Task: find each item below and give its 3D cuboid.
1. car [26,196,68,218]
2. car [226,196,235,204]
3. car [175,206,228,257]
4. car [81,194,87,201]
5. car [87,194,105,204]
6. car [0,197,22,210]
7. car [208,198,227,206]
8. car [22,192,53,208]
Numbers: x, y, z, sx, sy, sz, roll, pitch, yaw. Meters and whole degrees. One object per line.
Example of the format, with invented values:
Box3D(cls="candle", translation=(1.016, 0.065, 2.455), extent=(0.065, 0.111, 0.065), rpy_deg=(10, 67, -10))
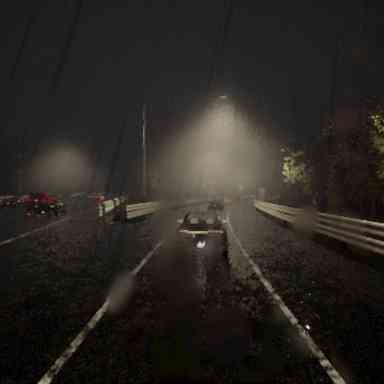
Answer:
Box3D(cls="car", translation=(-11.746, 1.325, 27.815), extent=(2.128, 1.511, 4.902), rpy_deg=(0, 0, -9))
Box3D(cls="car", translation=(8.021, 1.690, 70.369), extent=(1.882, 1.535, 5.008), rpy_deg=(0, 0, 14))
Box3D(cls="car", translation=(0.404, 1.526, 13.171), extent=(2.128, 1.511, 4.902), rpy_deg=(0, 0, 2))
Box3D(cls="car", translation=(-21.875, 1.201, 69.227), extent=(2.128, 1.511, 4.902), rpy_deg=(0, 0, -9))
Box3D(cls="car", translation=(-16.459, 1.088, 57.884), extent=(2.097, 1.767, 4.553), rpy_deg=(0, 0, -9))
Box3D(cls="car", translation=(-20.595, 1.307, 39.059), extent=(2.033, 1.411, 5.357), rpy_deg=(0, 0, -9))
Box3D(cls="car", translation=(3.108, 1.702, 42.966), extent=(1.994, 1.385, 4.181), rpy_deg=(0, 0, 8))
Box3D(cls="car", translation=(-16.838, 1.005, 37.707), extent=(2.150, 2.045, 5.566), rpy_deg=(0, 0, -9))
